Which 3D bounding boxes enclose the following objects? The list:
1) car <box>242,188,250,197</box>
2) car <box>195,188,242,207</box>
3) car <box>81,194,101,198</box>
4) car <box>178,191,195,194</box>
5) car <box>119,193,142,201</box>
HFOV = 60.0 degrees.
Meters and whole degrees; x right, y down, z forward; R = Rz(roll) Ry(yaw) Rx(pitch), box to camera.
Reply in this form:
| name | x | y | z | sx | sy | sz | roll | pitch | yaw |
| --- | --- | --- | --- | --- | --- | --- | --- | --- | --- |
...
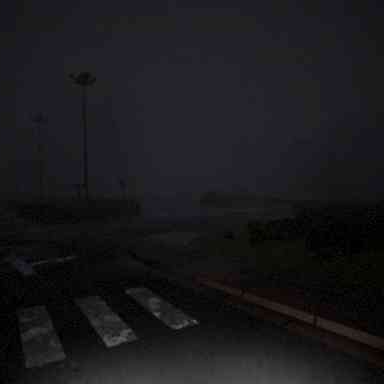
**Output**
| name | x | y | z | sx | sy | sz | roll | pitch | yaw |
| --- | --- | --- | --- | --- | --- | --- | --- | --- | --- |
| car | 7.699 | 0.248 | 53.687 | 3.866 | 1.878 | 1.905 | -2 | 1 | -36 |
| car | 3.036 | 0.641 | 37.636 | 4.605 | 1.855 | 1.932 | -2 | 1 | -36 |
| car | -16.773 | 1.028 | 53.958 | 4.902 | 1.511 | 2.128 | -1 | 1 | 35 |
| car | -0.723 | 0.466 | 64.230 | 4.193 | 1.474 | 1.816 | -2 | 1 | -36 |
| car | -10.390 | 0.870 | 55.667 | 3.905 | 1.438 | 1.784 | -2 | 1 | -36 |
